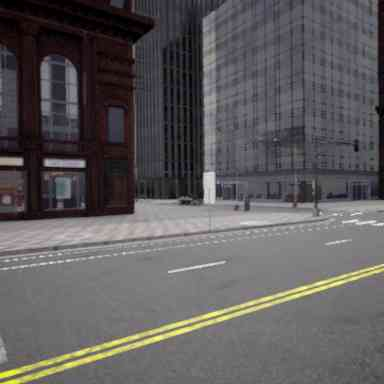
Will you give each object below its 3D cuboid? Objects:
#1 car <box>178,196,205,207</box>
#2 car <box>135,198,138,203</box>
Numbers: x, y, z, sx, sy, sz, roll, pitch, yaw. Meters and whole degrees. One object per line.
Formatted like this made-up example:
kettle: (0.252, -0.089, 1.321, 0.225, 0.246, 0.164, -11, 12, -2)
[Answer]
car: (-0.152, 1.275, 45.765, 1.837, 1.490, 4.892, -1, 1, -35)
car: (-11.904, 1.353, 62.711, 1.812, 1.442, 4.674, -1, 0, -35)
